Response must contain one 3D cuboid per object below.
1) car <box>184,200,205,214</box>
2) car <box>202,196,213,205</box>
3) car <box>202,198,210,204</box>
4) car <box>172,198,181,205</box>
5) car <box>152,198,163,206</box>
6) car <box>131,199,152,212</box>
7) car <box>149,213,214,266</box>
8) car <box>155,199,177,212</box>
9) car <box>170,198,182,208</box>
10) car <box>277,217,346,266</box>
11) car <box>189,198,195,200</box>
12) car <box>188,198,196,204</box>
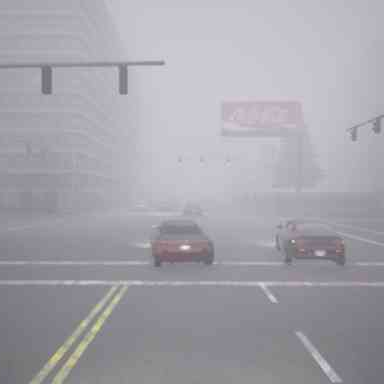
[{"bbox_3d":[0.100,1.923,37.377,1.994,1.385,4.181,0,-1,0],"label":"car"},{"bbox_3d":[3.501,1.939,74.797,2.150,2.045,5.566,0,-1,0],"label":"car"},{"bbox_3d":[3.501,2.280,84.427,1.812,1.442,4.674,0,-1,0],"label":"car"},{"bbox_3d":[-3.499,2.214,76.473,1.837,1.490,4.892,0,-1,0],"label":"car"},{"bbox_3d":[-7.034,2.097,61.949,1.837,1.490,4.892,0,0,1],"label":"car"},{"bbox_3d":[-7.086,1.962,45.536,1.812,1.442,4.674,0,-1,0],"label":"car"},{"bbox_3d":[-0.505,1.683,12.153,1.994,1.385,4.181,0,0,-9],"label":"car"},{"bbox_3d":[-3.582,2.048,46.603,1.895,1.301,4.718,0,0,0],"label":"car"},{"bbox_3d":[-3.538,1.940,61.275,2.097,1.767,4.553,0,-1,0],"label":"car"},{"bbox_3d":[4.155,1.642,12.043,1.812,1.442,4.674,0,0,10],"label":"car"},{"bbox_3d":[0.001,2.238,74.754,2.128,1.511,4.902,0,-1,0],"label":"car"},{"bbox_3d":[0.001,2.295,84.426,2.033,1.411,5.357,0,-1,0],"label":"car"}]
